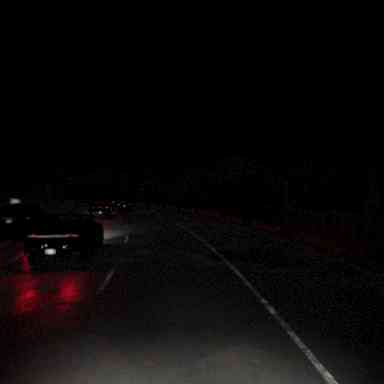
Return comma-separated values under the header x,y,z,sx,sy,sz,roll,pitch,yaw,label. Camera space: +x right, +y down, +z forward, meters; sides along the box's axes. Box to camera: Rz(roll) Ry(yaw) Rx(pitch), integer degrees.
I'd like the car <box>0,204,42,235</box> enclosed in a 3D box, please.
x,y,z,sx,sy,sz,roll,pitch,yaw,label
-8.820,1.386,17.480,2.097,1.767,4.553,0,0,-10,car

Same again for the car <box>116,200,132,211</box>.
x,y,z,sx,sy,sz,roll,pitch,yaw,label
-8.689,1.610,40.961,1.994,1.385,4.181,0,0,-22,car

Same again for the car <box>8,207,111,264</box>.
x,y,z,sx,sy,sz,roll,pitch,yaw,label
-4.408,1.510,12.040,2.128,1.511,4.902,0,0,-7,car

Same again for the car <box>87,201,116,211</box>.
x,y,z,sx,sy,sz,roll,pitch,yaw,label
-8.433,1.531,30.277,2.128,1.511,4.902,0,0,-17,car
